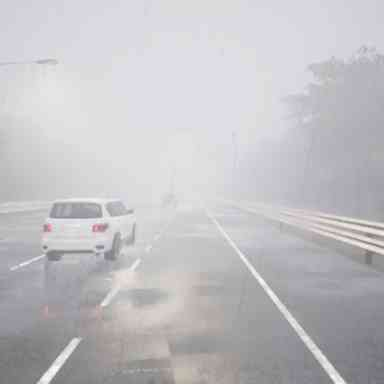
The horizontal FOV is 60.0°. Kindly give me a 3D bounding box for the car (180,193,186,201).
[{"bbox_3d":[-3.216,1.521,80.155,1.994,1.385,4.181,0,0,0],"label":"car"}]

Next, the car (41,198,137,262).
[{"bbox_3d":[-3.497,1.224,12.331,2.150,2.045,5.566,0,0,0],"label":"car"}]

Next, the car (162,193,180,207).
[{"bbox_3d":[-3.376,1.217,51.023,2.150,2.045,5.566,0,0,0],"label":"car"}]
